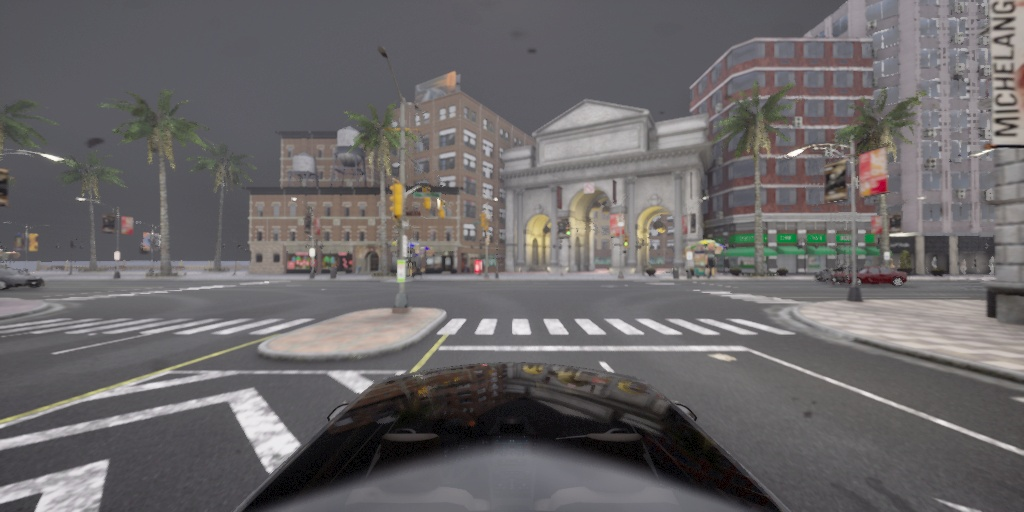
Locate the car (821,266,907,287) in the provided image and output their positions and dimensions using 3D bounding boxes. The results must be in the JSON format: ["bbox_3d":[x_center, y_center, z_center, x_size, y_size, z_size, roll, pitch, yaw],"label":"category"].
[{"bbox_3d":[27.801,1.586,28.118,5.008,1.535,1.882,0,-1,1],"label":"car"}]

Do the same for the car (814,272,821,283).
[{"bbox_3d":[29.469,1.660,31.589,4.892,1.490,1.837,0,-1,1],"label":"car"}]

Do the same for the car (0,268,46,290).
[{"bbox_3d":[-35.714,1.565,24.988,4.892,1.490,1.837,1,-1,1],"label":"car"}]
